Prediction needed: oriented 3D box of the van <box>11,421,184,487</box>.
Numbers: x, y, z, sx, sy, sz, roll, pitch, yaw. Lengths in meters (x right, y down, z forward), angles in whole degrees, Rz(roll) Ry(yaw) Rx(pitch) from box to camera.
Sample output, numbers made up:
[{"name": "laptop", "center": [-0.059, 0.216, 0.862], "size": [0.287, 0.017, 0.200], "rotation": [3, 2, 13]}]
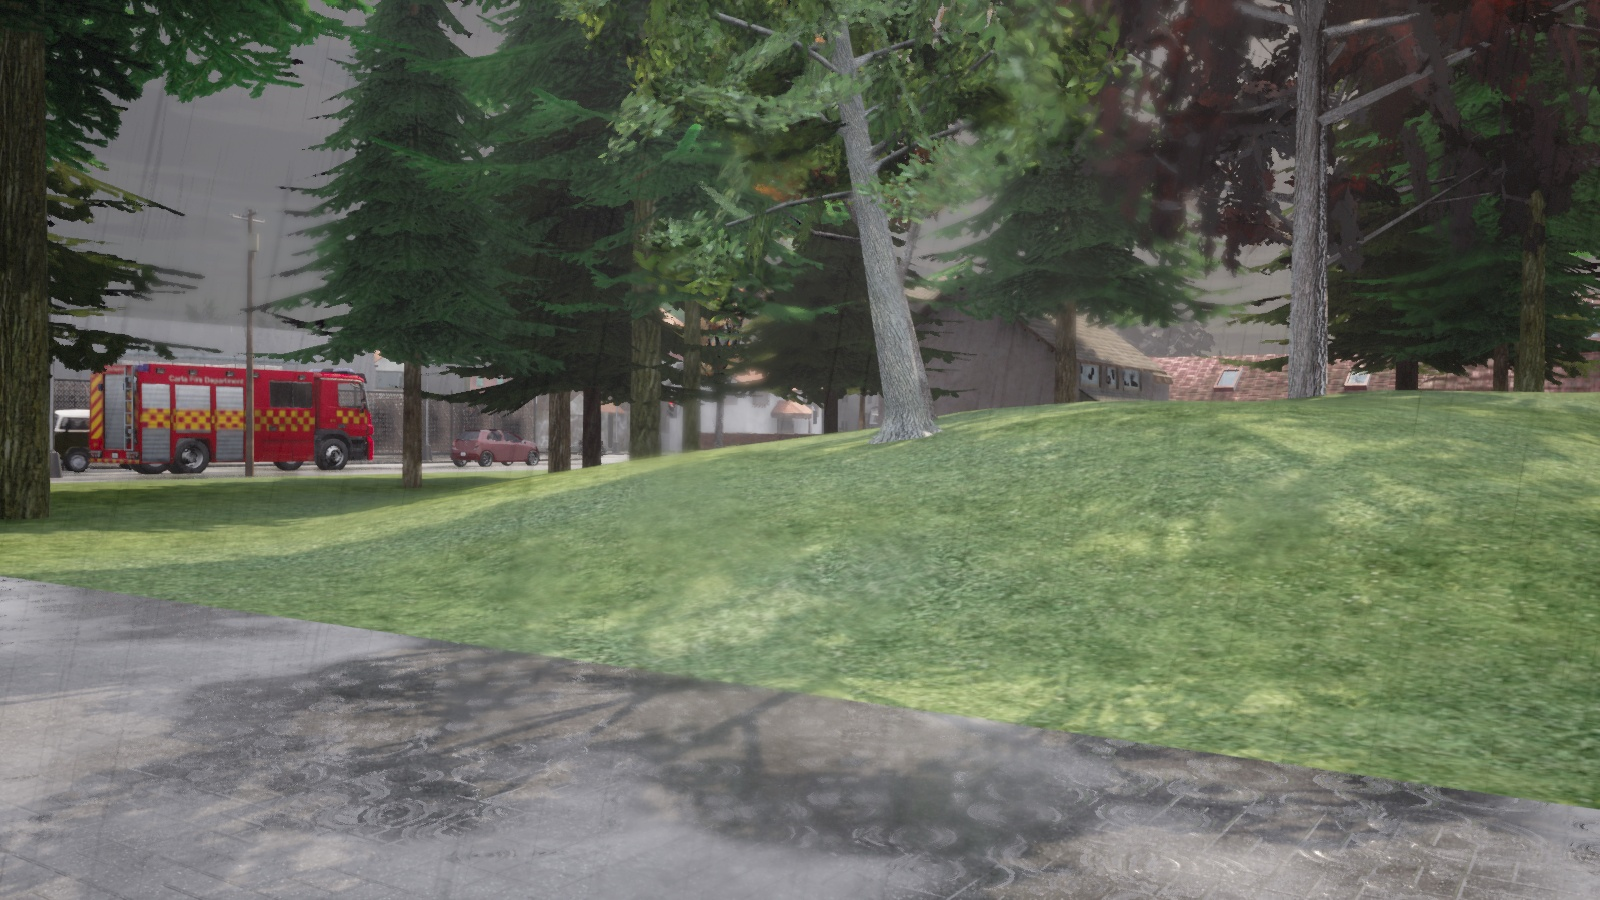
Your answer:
[{"name": "van", "center": [-22.904, 0.104, 41.094], "size": [2.069, 2.038, 4.480], "rotation": [0, 1, 34]}]

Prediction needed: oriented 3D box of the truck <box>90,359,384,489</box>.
[{"name": "truck", "center": [-18.100, -0.831, 41.094], "size": [2.891, 3.827, 8.468], "rotation": [0, 1, 34]}]

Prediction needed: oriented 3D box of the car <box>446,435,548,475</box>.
[{"name": "car", "center": [-12.067, 0.169, 50.173], "size": [1.845, 1.501, 3.633], "rotation": [0, 1, 33]}]

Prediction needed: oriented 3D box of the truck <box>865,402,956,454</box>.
[{"name": "truck", "center": [7.773, -1.513, 87.329], "size": [2.891, 3.462, 7.936], "rotation": [0, 1, 33]}]
